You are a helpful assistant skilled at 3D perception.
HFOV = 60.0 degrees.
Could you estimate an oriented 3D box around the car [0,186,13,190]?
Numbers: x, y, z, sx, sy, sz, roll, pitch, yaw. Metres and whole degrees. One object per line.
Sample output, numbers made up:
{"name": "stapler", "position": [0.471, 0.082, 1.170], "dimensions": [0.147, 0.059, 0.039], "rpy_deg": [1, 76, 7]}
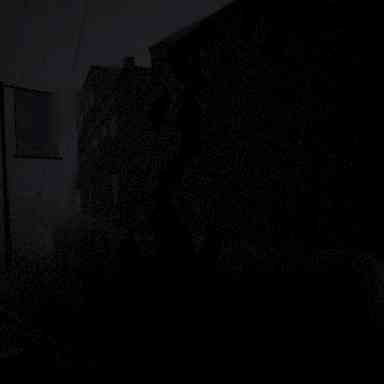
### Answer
{"name": "car", "position": [-46.771, -0.706, 80.736], "dimensions": [2.231, 1.521, 4.892], "rpy_deg": [-4, -3, 6]}
